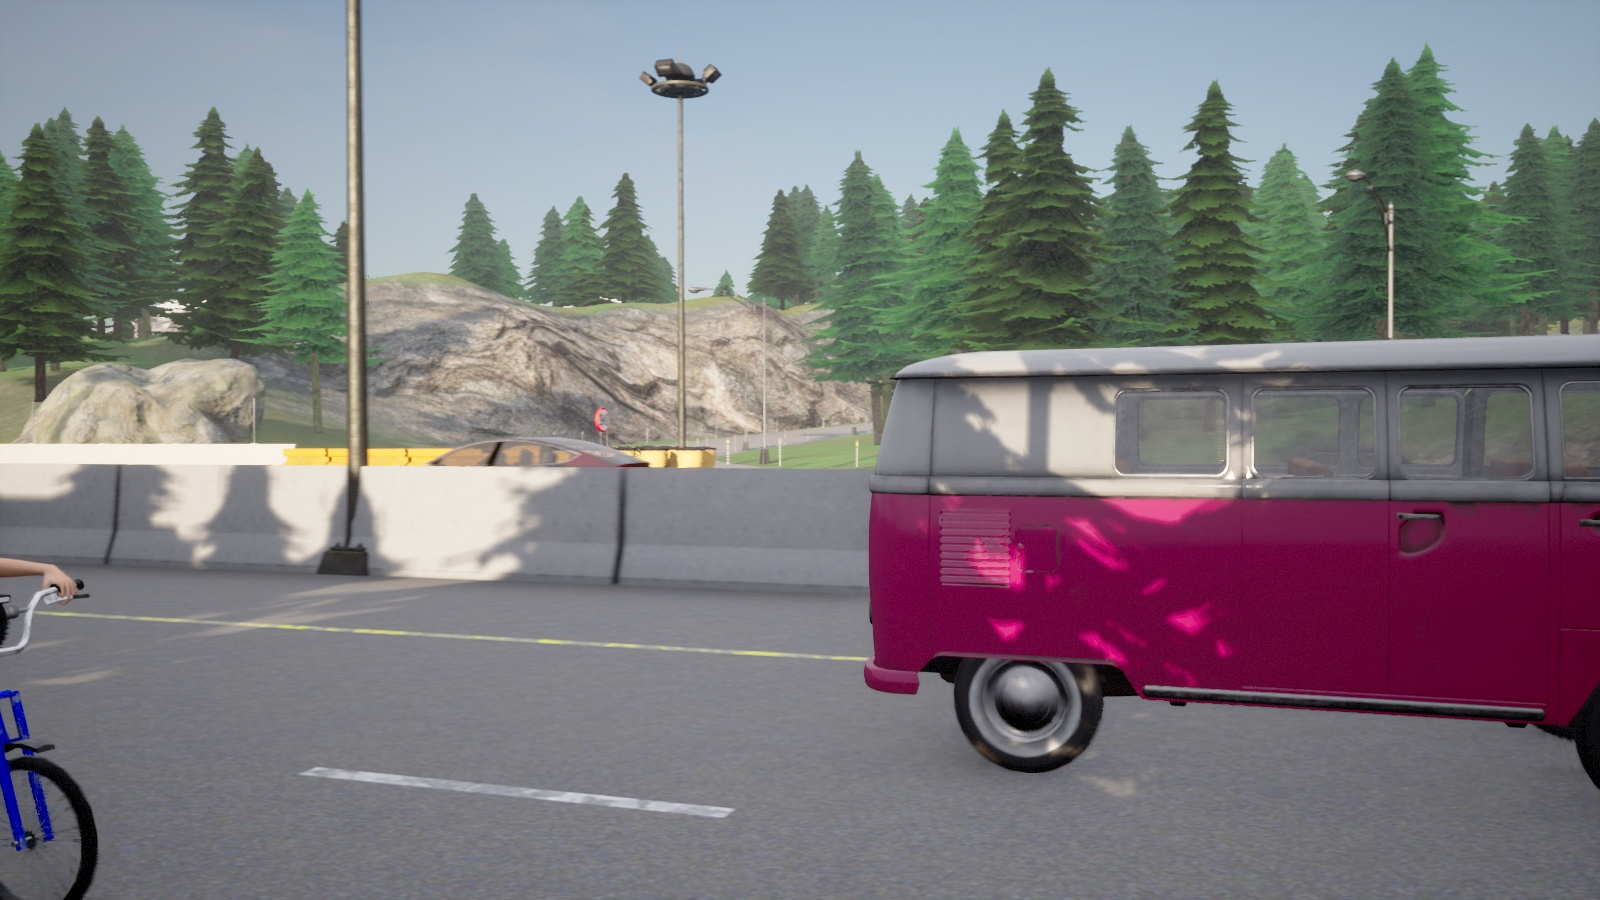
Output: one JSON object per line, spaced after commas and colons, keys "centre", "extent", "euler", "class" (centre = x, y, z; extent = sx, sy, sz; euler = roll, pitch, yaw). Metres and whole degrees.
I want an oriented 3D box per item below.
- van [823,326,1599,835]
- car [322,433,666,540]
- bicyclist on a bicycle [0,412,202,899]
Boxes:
{"centre": [2.500, 0.492, 6.041], "extent": [4.442, 1.987, 1.775], "euler": [1, 1, 19], "class": "van"}
{"centre": [-4.727, 0.495, 19.553], "extent": [4.792, 1.488, 2.163], "euler": [1, 1, 19], "class": "car"}
{"centre": [-2.927, 0.685, 4.182], "extent": [1.509, 1.612, 0.866], "euler": [1, 1, 19], "class": "bicyclist on a bicycle"}
